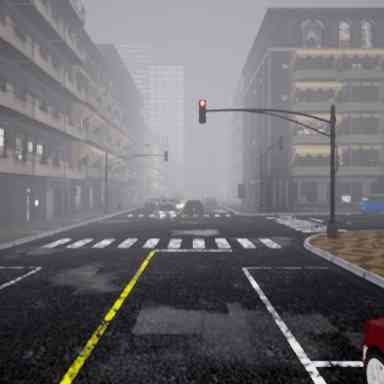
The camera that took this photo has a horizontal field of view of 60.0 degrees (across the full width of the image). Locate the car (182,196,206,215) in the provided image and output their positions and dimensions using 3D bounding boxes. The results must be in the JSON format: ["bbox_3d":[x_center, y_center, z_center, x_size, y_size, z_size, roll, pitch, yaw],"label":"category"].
[{"bbox_3d":[0.198,1.480,33.986,1.882,1.535,5.008,0,0,0],"label":"car"}]

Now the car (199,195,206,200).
[{"bbox_3d":[2.962,1.600,95.070,1.887,1.381,4.507,-1,0,0],"label":"car"}]

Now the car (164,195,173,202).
[{"bbox_3d":[-5.468,1.561,78.347,1.752,1.417,4.829,-1,0,0],"label":"car"}]

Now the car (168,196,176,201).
[{"bbox_3d":[-5.434,1.630,89.573,1.802,1.307,4.206,-1,0,0],"label":"car"}]

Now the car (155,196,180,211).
[{"bbox_3d":[-2.979,1.553,41.438,2.033,1.411,5.357,0,0,0],"label":"car"}]

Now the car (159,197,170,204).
[{"bbox_3d":[-5.500,1.607,67.461,1.802,1.307,4.206,-1,0,0],"label":"car"}]

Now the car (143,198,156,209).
[{"bbox_3d":[-5.565,1.559,45.350,2.008,1.369,4.403,0,0,0],"label":"car"}]

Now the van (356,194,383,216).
[{"bbox_3d":[15.720,1.035,27.380,3.998,1.788,1.690,-1,1,-1],"label":"van"}]

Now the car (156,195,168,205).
[{"bbox_3d":[-5.518,1.460,61.933,1.967,1.590,4.097,-1,0,0],"label":"car"}]

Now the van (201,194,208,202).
[{"bbox_3d":[2.911,1.377,78.486,1.690,1.788,3.998,-1,0,0],"label":"van"}]

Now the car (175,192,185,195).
[{"bbox_3d":[-2.788,1.091,72.810,2.150,2.045,5.566,0,0,0],"label":"car"}]

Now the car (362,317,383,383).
[{"bbox_3d":[2.685,1.544,1.848,1.887,1.381,4.507,0,0,0],"label":"car"}]

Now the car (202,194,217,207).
[{"bbox_3d":[2.830,1.452,50.847,1.967,1.590,4.097,-1,0,0],"label":"car"}]

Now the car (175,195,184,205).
[{"bbox_3d":[-2.919,1.580,56.427,1.994,1.385,4.181,0,0,0],"label":"car"}]

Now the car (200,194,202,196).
[{"bbox_3d":[2.881,1.576,67.430,2.008,1.369,4.403,-1,0,0],"label":"car"}]

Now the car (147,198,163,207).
[{"bbox_3d":[-5.549,1.578,50.877,1.947,1.339,4.313,0,0,0],"label":"car"}]
